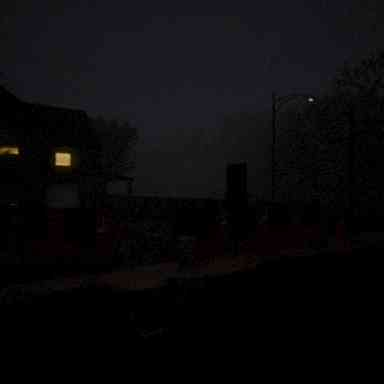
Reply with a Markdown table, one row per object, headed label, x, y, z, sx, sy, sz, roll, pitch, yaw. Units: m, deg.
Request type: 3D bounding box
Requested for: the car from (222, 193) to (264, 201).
| label | x | y | z | sx | sy | sz | roll | pitch | yaw |
| --- | --- | --- | --- | --- | --- | --- | --- | --- | --- |
| car | 5.205 | 1.119 | 32.627 | 2.150 | 2.045 | 5.566 | 0 | 0 | -36 |
